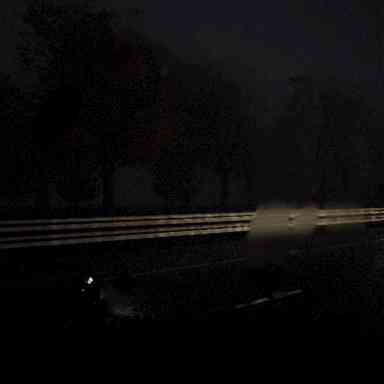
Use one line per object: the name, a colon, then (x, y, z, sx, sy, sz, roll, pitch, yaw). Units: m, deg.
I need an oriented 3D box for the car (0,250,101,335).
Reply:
car: (-3.665, 1.561, 5.407, 4.181, 1.385, 1.994, 1, 0, -35)
